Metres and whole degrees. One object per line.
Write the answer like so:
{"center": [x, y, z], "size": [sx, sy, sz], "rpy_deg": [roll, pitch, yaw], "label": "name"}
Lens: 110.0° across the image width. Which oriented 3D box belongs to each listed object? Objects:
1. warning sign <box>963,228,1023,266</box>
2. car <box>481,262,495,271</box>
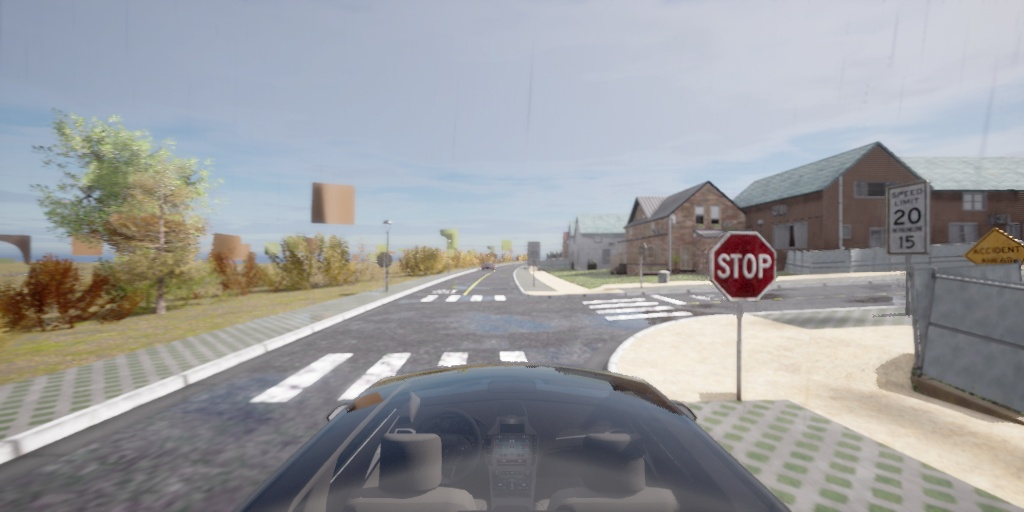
{"center": [11.906, 0.235, 8.705], "size": [1.060, 1.860, 1.300], "rpy_deg": [0, 0, 0], "label": "warning sign"}
{"center": [-3.908, 1.711, 59.932], "size": [1.994, 1.385, 4.181], "rpy_deg": [0, 0, 3], "label": "car"}
